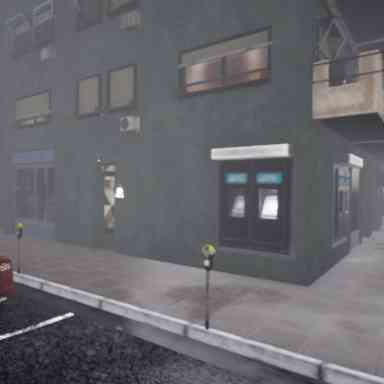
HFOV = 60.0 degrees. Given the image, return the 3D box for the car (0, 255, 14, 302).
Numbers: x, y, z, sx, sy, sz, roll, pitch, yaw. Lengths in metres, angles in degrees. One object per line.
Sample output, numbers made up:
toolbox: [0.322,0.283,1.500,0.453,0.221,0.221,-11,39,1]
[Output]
car: [-5.353,1.480,6.684,4.507,1.381,1.887,1,1,35]
